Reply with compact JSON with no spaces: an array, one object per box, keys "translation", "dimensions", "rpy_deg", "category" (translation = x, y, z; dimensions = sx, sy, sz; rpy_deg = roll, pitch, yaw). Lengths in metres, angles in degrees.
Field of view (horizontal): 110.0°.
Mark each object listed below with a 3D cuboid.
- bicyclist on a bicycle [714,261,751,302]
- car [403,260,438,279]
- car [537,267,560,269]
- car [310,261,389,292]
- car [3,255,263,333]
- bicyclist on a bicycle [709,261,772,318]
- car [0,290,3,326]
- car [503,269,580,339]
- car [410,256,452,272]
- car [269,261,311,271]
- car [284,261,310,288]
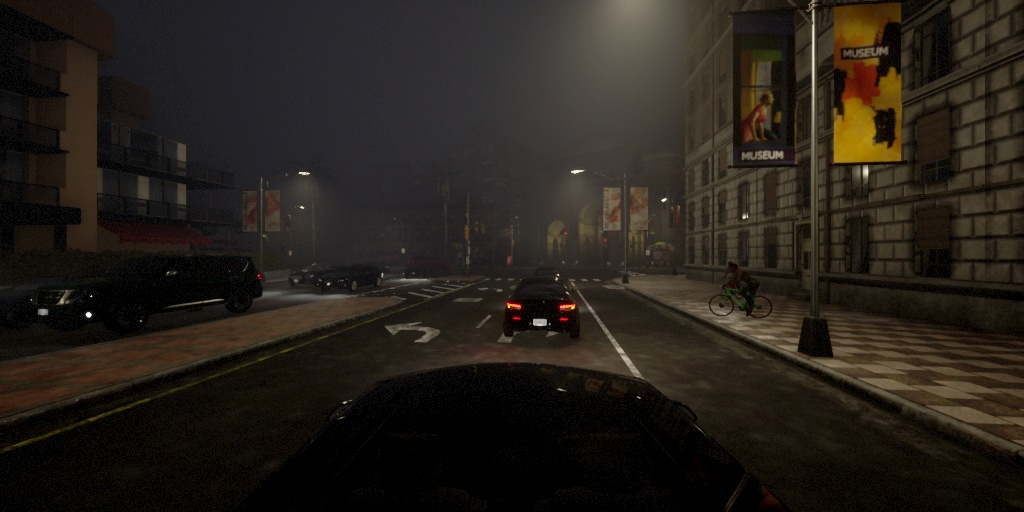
[{"translation":[9.272,1.050,15.059],"dimensions":[1.656,1.620,0.582],"rpy_deg":[0,0,-28],"category":"bicyclist on a bicycle"},{"translation":[-8.467,1.314,32.851],"dimensions":[1.994,1.385,4.181],"rpy_deg":[0,0,1],"category":"car"},{"translation":[1.922,1.276,18.921],"dimensions":[1.812,1.442,4.674],"rpy_deg":[0,0,7],"category":"car"},{"translation":[-9.535,1.255,21.580],"dimensions":[1.837,1.490,4.892],"rpy_deg":[0,0,7],"category":"car"},{"translation":[-10.713,0.971,11.216],"dimensions":[2.150,2.045,5.566],"rpy_deg":[0,0,8],"category":"car"},{"translation":[6.854,1.051,10.797],"dimensions":[1.656,1.620,0.582],"rpy_deg":[0,0,22],"category":"bicyclist on a bicycle"},{"translation":[-14.204,1.297,11.639],"dimensions":[2.033,1.411,5.357],"rpy_deg":[0,0,7],"category":"car"},{"translation":[0.877,1.276,10.078],"dimensions":[1.812,1.442,4.674],"rpy_deg":[0,0,7],"category":"car"},{"translation":[-10.476,0.972,45.751],"dimensions":[5.566,2.045,2.150],"rpy_deg":[0,0,7],"category":"car"},{"translation":[-29.744,1.351,48.128],"dimensions":[4.718,1.301,1.895],"rpy_deg":[0,0,7],"category":"car"},{"translation":[-12.783,1.242,24.118],"dimensions":[2.128,1.511,4.902],"rpy_deg":[0,0,6],"category":"car"}]
